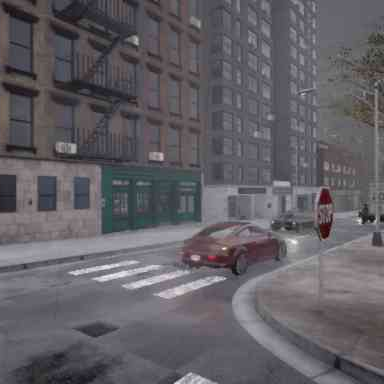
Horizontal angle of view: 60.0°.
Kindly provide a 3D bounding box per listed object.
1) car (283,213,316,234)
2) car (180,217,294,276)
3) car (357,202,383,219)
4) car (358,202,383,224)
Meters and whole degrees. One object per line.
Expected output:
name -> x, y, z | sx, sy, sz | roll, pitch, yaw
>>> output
car -> 7.163, 2.101, 22.965 | 1.895, 1.301, 4.718 | 0, -2, 38
car -> 1.531, 1.721, 11.104 | 1.812, 1.442, 4.674 | 0, -1, 38
car -> 23.158, 2.307, 43.023 | 2.150, 2.045, 5.566 | 0, -2, 39
car -> 17.765, 2.025, 31.611 | 2.150, 2.045, 5.566 | 0, -2, 38
